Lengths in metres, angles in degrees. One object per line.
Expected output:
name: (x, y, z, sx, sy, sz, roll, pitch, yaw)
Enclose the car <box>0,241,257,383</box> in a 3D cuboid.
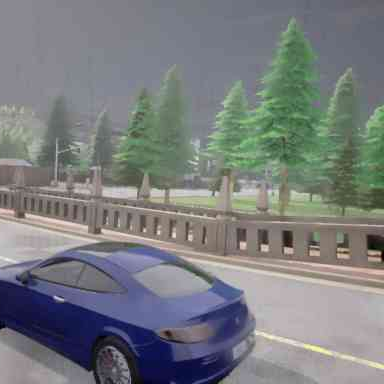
car: (-1.348, 1.483, 4.945, 4.674, 1.442, 1.812, 2, 1, 35)
